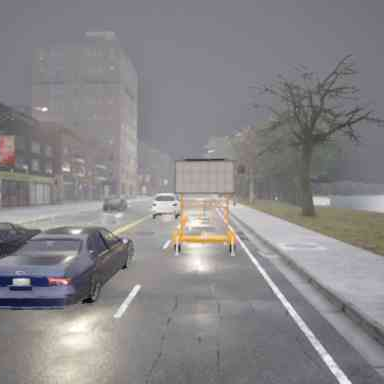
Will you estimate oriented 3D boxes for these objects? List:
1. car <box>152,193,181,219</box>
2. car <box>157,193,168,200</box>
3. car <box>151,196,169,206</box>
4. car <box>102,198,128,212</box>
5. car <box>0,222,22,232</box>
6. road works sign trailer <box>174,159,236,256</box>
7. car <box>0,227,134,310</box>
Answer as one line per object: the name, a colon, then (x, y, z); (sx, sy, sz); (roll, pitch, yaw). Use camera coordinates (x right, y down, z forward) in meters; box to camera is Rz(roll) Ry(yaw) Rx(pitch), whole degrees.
car: (-2.099, 1.184, 29.110); (2.150, 2.045, 5.566); (0, 0, 2)
car: (-7.003, 0.953, 78.640); (1.882, 1.535, 5.008); (0, 0, 2)
car: (-4.795, 1.338, 50.976); (2.128, 1.511, 4.902); (0, 0, 2)
car: (-8.523, 1.414, 37.225); (1.882, 1.535, 5.008); (0, 0, 2)
car: (-6.224, 1.578, 9.472); (2.033, 1.411, 5.357); (0, 0, 2)
road works sign trailer: (0.509, 0.480, 13.302); (2.380, 3.560, 2.880); (0, 0, 2)
car: (-2.820, 1.574, 8.179); (2.033, 1.411, 5.357); (0, 0, 2)
